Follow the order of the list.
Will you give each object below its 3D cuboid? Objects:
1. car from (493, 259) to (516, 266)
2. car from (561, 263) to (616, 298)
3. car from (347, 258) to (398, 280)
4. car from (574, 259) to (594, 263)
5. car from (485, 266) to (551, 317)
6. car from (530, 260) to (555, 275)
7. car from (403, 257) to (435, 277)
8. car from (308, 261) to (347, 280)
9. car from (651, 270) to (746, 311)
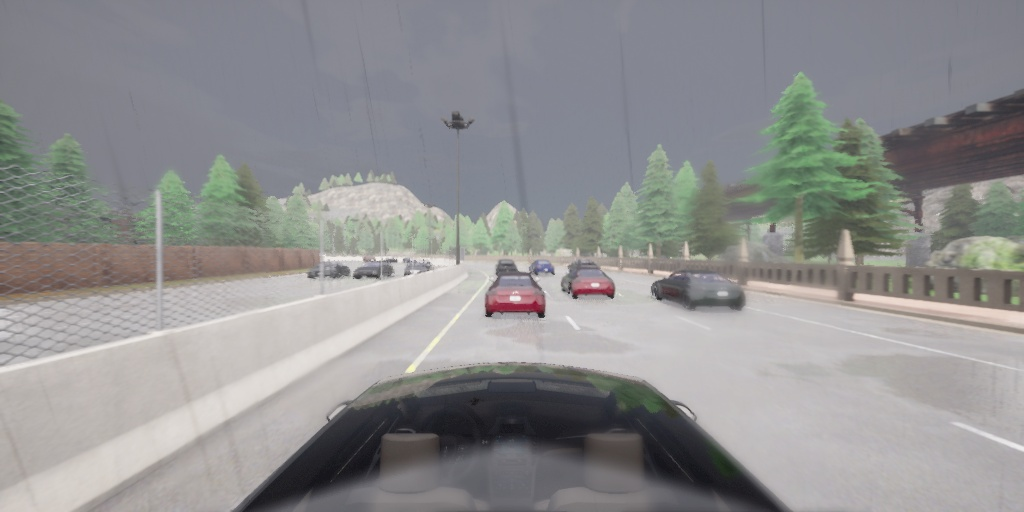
[{"bbox_3d":[-0.647,1.040,33.131,1.837,1.490,4.892,0,0,-6],"label":"car"},{"bbox_3d":[3.599,1.206,17.526,1.994,1.385,4.181,0,0,0],"label":"car"},{"bbox_3d":[-10.806,1.113,28.540,2.033,1.411,5.357,0,0,-3],"label":"car"},{"bbox_3d":[6.400,1.027,33.022,2.128,1.511,4.902,0,0,-5],"label":"car"},{"bbox_3d":[0.102,1.238,12.822,1.994,1.385,4.181,0,0,0],"label":"car"},{"bbox_3d":[2.759,1.054,34.025,1.812,1.442,4.674,0,0,-7],"label":"car"},{"bbox_3d":[-7.479,1.052,29.359,2.128,1.511,4.902,0,0,-5],"label":"car"},{"bbox_3d":[-14.447,1.130,28.591,1.994,1.385,4.181,0,0,-4],"label":"car"},{"bbox_3d":[7.103,1.229,14.092,1.994,1.385,4.181,0,0,0],"label":"car"}]
